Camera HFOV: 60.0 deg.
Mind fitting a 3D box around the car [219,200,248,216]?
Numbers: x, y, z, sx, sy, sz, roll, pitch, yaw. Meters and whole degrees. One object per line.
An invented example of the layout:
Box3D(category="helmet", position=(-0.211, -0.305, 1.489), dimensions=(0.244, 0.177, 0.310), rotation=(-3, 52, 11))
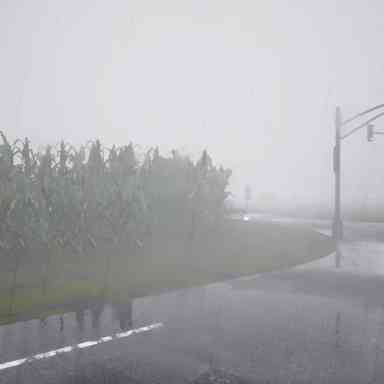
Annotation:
Box3D(category="car", position=(3.165, 1.501, 31.949), dimensions=(2.033, 1.411, 5.357), rotation=(1, 0, -26))
